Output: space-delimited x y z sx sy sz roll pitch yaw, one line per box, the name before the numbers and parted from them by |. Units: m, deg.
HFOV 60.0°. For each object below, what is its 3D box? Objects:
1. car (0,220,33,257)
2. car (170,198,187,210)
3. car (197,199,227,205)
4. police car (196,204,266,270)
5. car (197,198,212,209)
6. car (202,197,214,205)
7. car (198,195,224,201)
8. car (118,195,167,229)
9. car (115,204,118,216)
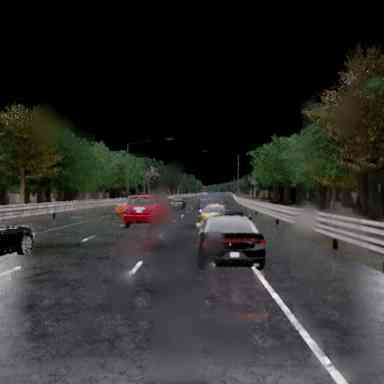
car | -6.792 1.502 10.349 2.128 1.511 4.902 0 0 1
car | -1.803 1.541 44.030 2.128 1.511 4.902 0 0 4
car | 1.432 1.478 21.179 1.801 1.575 5.366 0 0 2
police car | 1.164 1.437 11.257 1.930 1.638 5.238 0 0 1
car | 1.868 1.582 47.844 1.812 1.442 4.674 0 0 5
car | 3.011 1.602 61.406 1.812 1.442 4.674 0 0 6
car | 1.659 1.252 26.923 2.150 2.045 5.566 0 0 3
car | -2.986 1.243 22.148 2.150 2.045 5.566 0 0 2
car | -5.996 1.388 32.866 2.097 1.767 4.553 0 0 3
